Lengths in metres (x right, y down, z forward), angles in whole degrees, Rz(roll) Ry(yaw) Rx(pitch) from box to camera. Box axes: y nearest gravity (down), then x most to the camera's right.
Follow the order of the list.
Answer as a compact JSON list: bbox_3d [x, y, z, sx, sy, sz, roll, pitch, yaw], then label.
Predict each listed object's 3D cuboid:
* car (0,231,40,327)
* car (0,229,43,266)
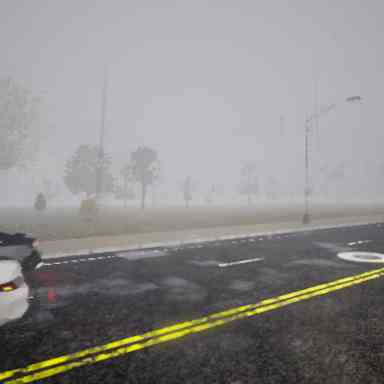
[{"bbox_3d":[-4.710,1.525,4.308,4.674,1.442,1.812,0,0,-35],"label":"car"},{"bbox_3d":[-5.988,1.491,7.386,4.902,1.511,2.128,0,0,-35],"label":"car"}]
